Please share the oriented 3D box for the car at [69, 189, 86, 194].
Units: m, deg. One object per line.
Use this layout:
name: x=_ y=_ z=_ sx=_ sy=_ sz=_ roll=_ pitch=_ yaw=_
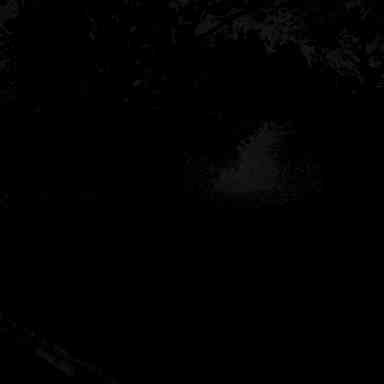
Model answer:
car: x=-24.430 y=-0.246 z=70.119 sx=2.150 sy=2.045 sz=5.566 roll=-1 pitch=2 yaw=9
